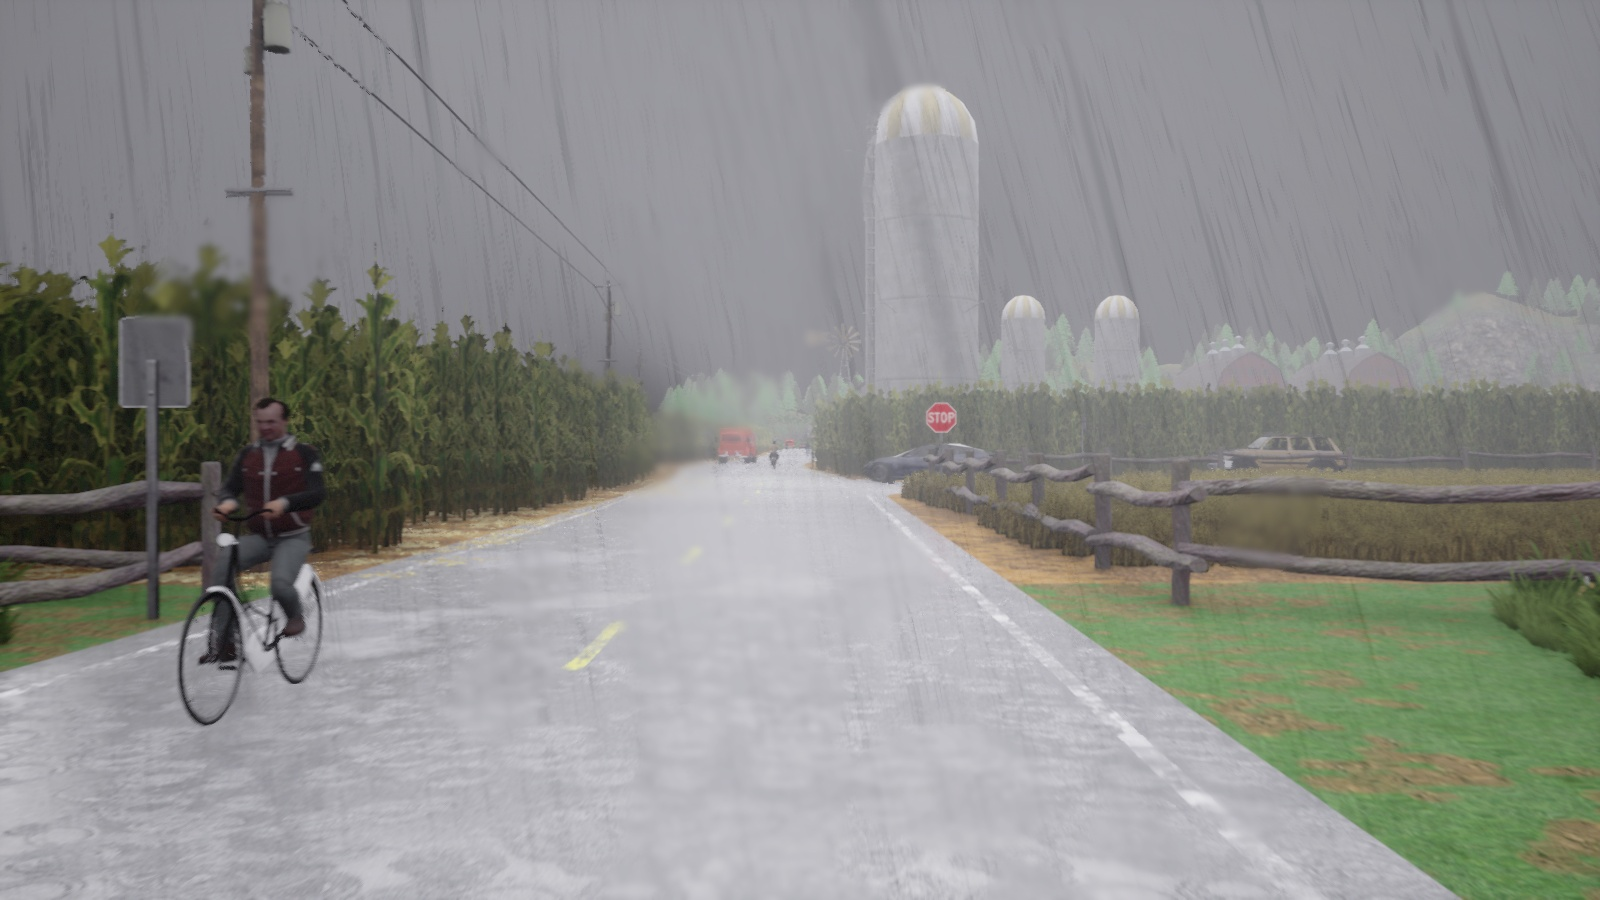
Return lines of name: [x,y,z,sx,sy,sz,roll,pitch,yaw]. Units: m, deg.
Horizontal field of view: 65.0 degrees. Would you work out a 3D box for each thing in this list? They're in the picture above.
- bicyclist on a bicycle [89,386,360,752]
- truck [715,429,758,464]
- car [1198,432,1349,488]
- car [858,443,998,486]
bicyclist on a bicycle: [-3.118,0.575,7.022,0.659,1.776,1.843,0,0,0]
truck: [-4.685,-0.270,93.312,2.627,2.467,5.204,0,0,4]
car: [16.807,0.329,44.718,4.605,1.855,1.932,1,0,0]
car: [4.640,0.494,45.424,4.792,1.488,2.163,0,0,13]
